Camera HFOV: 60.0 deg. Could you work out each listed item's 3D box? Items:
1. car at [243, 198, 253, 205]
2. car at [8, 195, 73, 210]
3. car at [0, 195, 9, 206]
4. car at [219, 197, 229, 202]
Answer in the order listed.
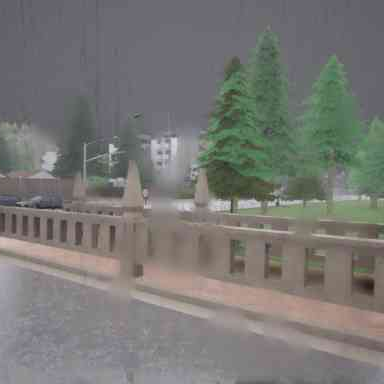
[{"bbox_3d":[9.150,1.135,49.770,2.128,1.511,4.902,1,1,38],"label":"car"},{"bbox_3d":[-13.788,1.041,31.266,2.033,1.411,5.357,1,1,38],"label":"car"},{"bbox_3d":[-17.843,0.973,31.726,2.033,1.411,5.357,1,1,37],"label":"car"},{"bbox_3d":[6.253,1.179,51.747,1.895,1.301,4.718,1,1,38],"label":"car"}]
